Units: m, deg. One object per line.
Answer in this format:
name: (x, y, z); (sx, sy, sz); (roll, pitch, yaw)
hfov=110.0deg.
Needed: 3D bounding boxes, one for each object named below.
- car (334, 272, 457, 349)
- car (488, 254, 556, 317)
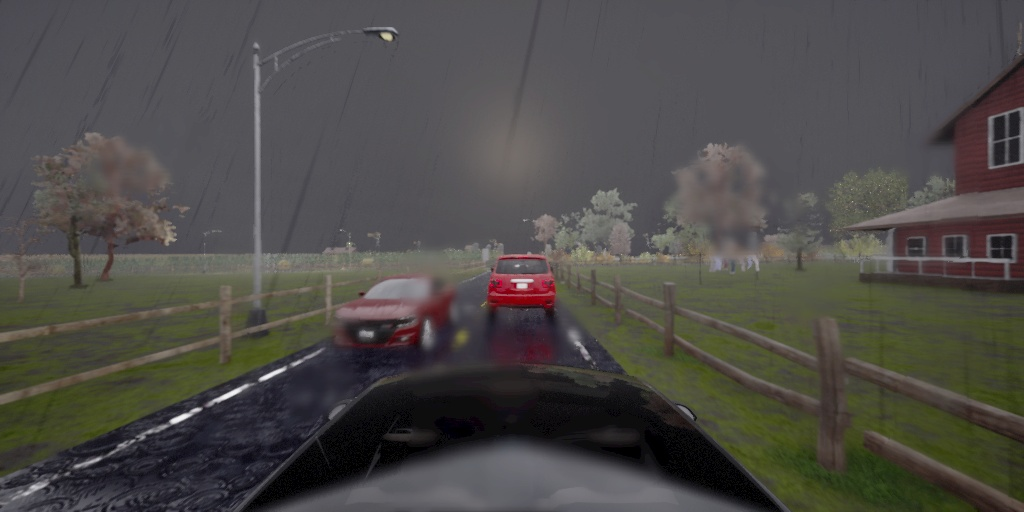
car: (-2.685, 1.223, 9.327); (1.882, 1.535, 5.008); (0, 0, 1)
car: (0.365, 0.961, 13.198); (2.150, 2.045, 5.566); (0, 0, 1)
